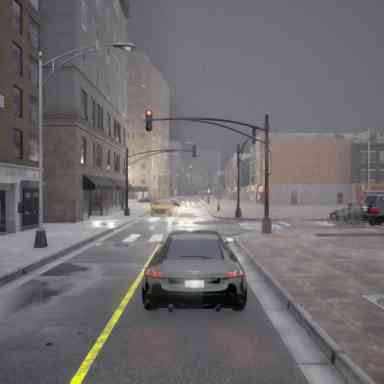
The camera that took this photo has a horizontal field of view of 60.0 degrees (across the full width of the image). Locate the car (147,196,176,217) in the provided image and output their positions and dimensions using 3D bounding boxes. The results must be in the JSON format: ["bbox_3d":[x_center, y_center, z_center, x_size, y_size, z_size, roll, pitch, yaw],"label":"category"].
[{"bbox_3d":[-2.827,1.486,31.909,1.882,1.535,5.008,0,0,0],"label":"car"}]

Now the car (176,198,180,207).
[{"bbox_3d":[-2.787,1.567,50.894,2.033,1.411,5.357,0,0,0],"label":"car"}]

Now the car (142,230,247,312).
[{"bbox_3d":[0.057,1.564,7.781,1.994,1.385,4.181,0,0,0],"label":"car"}]

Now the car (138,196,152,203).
[{"bbox_3d":[-8.935,1.596,69.961,4.674,1.442,1.812,0,0,9],"label":"car"}]

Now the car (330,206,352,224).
[{"bbox_3d":[12.069,1.515,23.583,4.181,1.385,1.994,0,0,0],"label":"car"}]

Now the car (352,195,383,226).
[{"bbox_3d":[13.393,1.176,20.645,5.566,2.045,2.150,0,0,-1],"label":"car"}]
